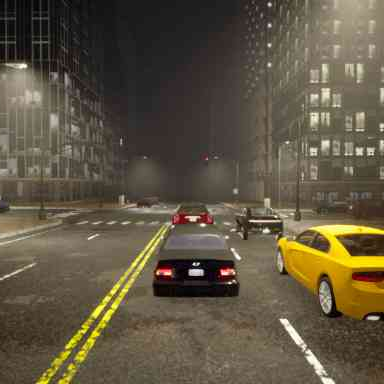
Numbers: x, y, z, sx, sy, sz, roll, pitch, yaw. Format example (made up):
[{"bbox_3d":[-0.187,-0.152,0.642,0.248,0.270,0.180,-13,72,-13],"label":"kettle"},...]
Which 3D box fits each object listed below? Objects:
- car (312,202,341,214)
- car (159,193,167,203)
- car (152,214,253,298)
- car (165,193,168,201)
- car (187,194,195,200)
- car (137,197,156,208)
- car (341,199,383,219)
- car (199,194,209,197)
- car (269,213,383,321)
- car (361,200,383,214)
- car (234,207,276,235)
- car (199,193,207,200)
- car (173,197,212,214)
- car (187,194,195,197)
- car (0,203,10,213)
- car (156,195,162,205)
[{"bbox_3d":[14.985,1.702,34.437,4.718,1.301,1.895,1,1,1],"label":"car"},{"bbox_3d":[-6.773,1.507,67.541,1.994,1.385,4.181,0,0,0],"label":"car"},{"bbox_3d":[0.067,1.543,8.704,2.033,1.411,5.357,0,0,0],"label":"car"},{"bbox_3d":[-6.796,1.153,78.291,2.150,2.045,5.566,0,0,0],"label":"car"},{"bbox_3d":[-0.339,1.295,89.781,1.994,1.385,4.181,0,0,0],"label":"car"},{"bbox_3d":[-6.781,1.567,48.364,1.895,1.301,4.718,0,0,0],"label":"car"},{"bbox_3d":[16.094,1.519,28.636,5.009,1.841,2.192,1,0,1],"label":"car"},{"bbox_3d":[3.015,1.438,72.252,1.837,1.490,4.892,0,0,0],"label":"car"},{"bbox_3d":[3.322,1.474,7.432,1.882,1.535,5.008,0,0,0],"label":"car"},{"bbox_3d":[21.671,1.643,36.943,4.829,1.417,1.752,1,0,1],"label":"car"},{"bbox_3d":[3.278,1.482,16.848,2.128,1.511,4.902,0,0,1],"label":"car"},{"bbox_3d":[2.910,1.264,90.146,2.097,1.767,4.553,0,0,0],"label":"car"},{"bbox_3d":[0.034,1.342,18.019,2.097,1.767,4.553,0,0,0],"label":"car"},{"bbox_3d":[-0.300,1.470,79.746,1.994,1.385,4.181,0,0,0],"label":"car"},{"bbox_3d":[-20.033,1.317,31.683,5.008,1.535,1.882,1,1,1],"label":"car"},{"bbox_3d":[-6.791,1.556,57.536,1.895,1.301,4.718,0,0,0],"label":"car"}]
